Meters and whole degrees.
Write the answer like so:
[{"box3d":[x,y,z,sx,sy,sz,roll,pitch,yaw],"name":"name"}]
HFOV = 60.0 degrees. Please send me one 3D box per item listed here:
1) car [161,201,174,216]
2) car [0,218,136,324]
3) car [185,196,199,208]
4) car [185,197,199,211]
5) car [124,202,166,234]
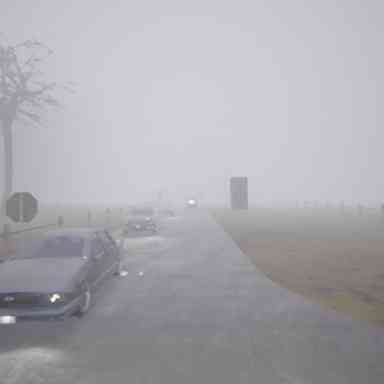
[{"box3d":[-2.850,1.707,34.639,1.812,1.442,4.674,-1,0,0],"name":"car"},{"box3d":[-2.867,1.599,7.799,2.033,1.411,5.357,-1,0,0],"name":"car"},{"box3d":[-0.005,1.610,55.087,2.097,1.767,4.553,-1,0,0],"name":"car"},{"box3d":[-0.005,1.735,44.480,2.033,1.411,5.357,-1,0,0],"name":"car"},{"box3d":[-2.864,1.608,19.964,1.837,1.490,4.892,-1,0,0],"name":"car"}]
